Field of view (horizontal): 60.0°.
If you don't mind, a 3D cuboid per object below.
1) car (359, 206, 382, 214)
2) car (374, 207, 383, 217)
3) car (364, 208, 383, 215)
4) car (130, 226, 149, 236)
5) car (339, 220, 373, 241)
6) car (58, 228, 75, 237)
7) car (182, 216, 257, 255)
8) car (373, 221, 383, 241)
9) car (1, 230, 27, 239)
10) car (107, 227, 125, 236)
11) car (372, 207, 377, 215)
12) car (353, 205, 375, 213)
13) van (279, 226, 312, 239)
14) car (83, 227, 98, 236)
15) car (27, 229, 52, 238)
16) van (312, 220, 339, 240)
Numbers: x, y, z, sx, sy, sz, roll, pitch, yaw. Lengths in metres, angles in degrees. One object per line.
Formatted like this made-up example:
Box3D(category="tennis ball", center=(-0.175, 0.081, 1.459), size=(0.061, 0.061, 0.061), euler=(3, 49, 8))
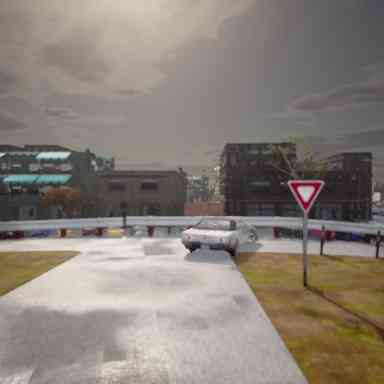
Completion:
Box3D(category="car", center=(41.667, 4.205, 77.783), size=(4.553, 1.767, 2.185), euler=(-1, 1, -17))
Box3D(category="car", center=(41.119, 4.394, 68.781), size=(5.008, 1.535, 2.097), euler=(-1, 1, -17))
Box3D(category="car", center=(41.458, 4.392, 74.783), size=(4.674, 1.452, 2.002), euler=(-1, 0, -17))
Box3D(category="car", center=(-6.099, 4.661, 39.496), size=(2.163, 1.488, 4.792), euler=(0, 0, -18))
Box3D(category="car", center=(17.560, 4.377, 38.763), size=(2.435, 2.045, 5.566), euler=(0, -1, -18))
Box3D(category="car", center=(-15.052, 4.630, 39.968), size=(1.946, 1.575, 5.366), euler=(0, 0, -18))
Box3D(category="car", center=(1.322, 1.675, 13.902), size=(1.895, 1.301, 4.718), euler=(1, 1, 22))
Box3D(category="car", center=(20.518, 4.376, 38.670), size=(2.435, 2.045, 5.566), euler=(0, 0, -18))
Box3D(category="car", center=(-20.916, 4.661, 40.004), size=(2.163, 1.488, 4.792), euler=(0, 0, -18))
Box3D(category="car", center=(-9.138, 4.630, 39.784), size=(1.946, 1.575, 5.366), euler=(0, 0, -18))
Box3D(category="car", center=(41.250, 4.248, 71.780), size=(4.553, 1.767, 2.185), euler=(-1, 0, -17))
Box3D(category="car", center=(41.844, 4.184, 80.779), size=(4.553, 1.767, 2.185), euler=(-1, 1, -17))
Box3D(category="van", center=(11.590, 4.405, 39.081), size=(1.878, 1.987, 4.442), euler=(0, 0, -18))
Box3D(category="car", center=(-12.025, 4.631, 39.704), size=(2.097, 1.535, 5.008), euler=(0, 0, -18))
Box3D(category="car", center=(-17.952, 4.631, 39.885), size=(2.097, 1.535, 5.008), euler=(0, 0, -18))
Box3D(category="van", center=(14.548, 4.404, 38.989), size=(1.878, 1.987, 4.442), euler=(0, 0, -18))
